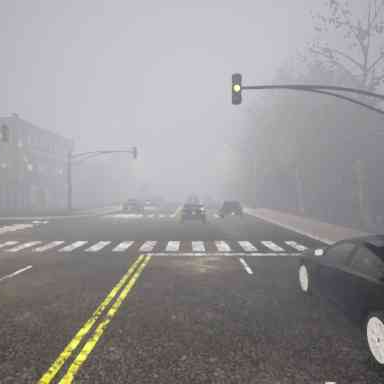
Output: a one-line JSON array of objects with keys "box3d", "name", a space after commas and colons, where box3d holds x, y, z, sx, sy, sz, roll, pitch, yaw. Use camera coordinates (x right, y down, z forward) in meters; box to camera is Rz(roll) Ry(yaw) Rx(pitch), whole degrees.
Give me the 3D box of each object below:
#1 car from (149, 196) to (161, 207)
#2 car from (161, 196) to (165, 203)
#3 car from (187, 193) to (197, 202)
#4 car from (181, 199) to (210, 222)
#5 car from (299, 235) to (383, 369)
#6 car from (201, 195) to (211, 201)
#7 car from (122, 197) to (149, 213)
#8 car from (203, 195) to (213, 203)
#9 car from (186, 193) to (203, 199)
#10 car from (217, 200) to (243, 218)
[{"box3d": [-6.552, 1.468, 51.471, 2.128, 1.511, 4.902, 0, 0, 0], "name": "car"}, {"box3d": [-6.486, 1.449, 66.353, 1.882, 1.535, 5.008, 0, 0, 0], "name": "car"}, {"box3d": [0.040, 1.189, 78.961, 2.150, 2.045, 5.566, 0, 0, 0], "name": "car"}, {"box3d": [0.115, 1.539, 26.005, 2.033, 1.411, 5.357, 0, 0, 0], "name": "car"}, {"box3d": [3.345, 1.476, 5.677, 1.882, 1.535, 5.008, 0, 0, 1], "name": "car"}, {"box3d": [3.290, 1.349, 78.926, 1.994, 1.385, 4.181, 0, 0, 0], "name": "car"}, {"box3d": [-6.571, 1.478, 37.630, 2.128, 1.511, 4.902, 0, 0, 0], "name": "car"}, {"box3d": [3.284, 1.462, 68.507, 2.128, 1.511, 4.902, 0, 0, 0], "name": "car"}, {"box3d": [0.128, 1.331, 51.078, 2.097, 1.767, 4.553, 0, 0, 0], "name": "car"}, {"box3d": [3.366, 1.495, 29.762, 1.837, 1.490, 4.892, 0, 0, 0], "name": "car"}]
